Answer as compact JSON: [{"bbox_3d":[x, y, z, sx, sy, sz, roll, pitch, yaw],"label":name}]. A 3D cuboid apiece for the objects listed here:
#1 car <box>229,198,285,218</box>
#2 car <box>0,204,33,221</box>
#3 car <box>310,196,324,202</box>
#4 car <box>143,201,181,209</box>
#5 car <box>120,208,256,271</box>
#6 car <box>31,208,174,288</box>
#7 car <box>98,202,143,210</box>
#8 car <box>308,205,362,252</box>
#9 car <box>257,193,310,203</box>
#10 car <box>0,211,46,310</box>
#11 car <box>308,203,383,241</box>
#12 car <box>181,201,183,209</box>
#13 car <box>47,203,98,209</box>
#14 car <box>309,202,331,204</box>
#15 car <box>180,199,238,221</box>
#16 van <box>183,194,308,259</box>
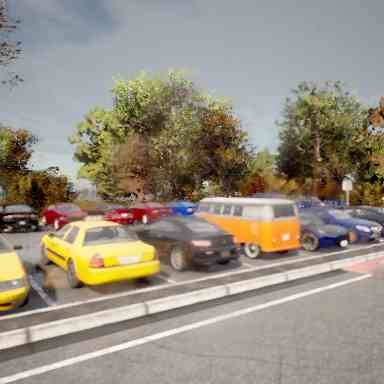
[{"bbox_3d":[5.898,1.413,30.863,2.231,1.521,4.892,0,0,-36],"label":"car"},{"bbox_3d":[-10.233,1.447,19.227,2.097,1.535,5.008,0,0,-36],"label":"car"},{"bbox_3d":[12.820,1.254,35.763,2.185,1.767,4.553,1,0,-36],"label":"car"},{"bbox_3d":[-3.258,1.433,24.250,2.097,1.535,5.008,0,0,-36],"label":"car"},{"bbox_3d":[-0.438,1.483,10.795,2.002,1.452,4.674,0,0,-36],"label":"car"},{"bbox_3d":[-2.841,1.445,9.297,1.946,1.575,5.366,0,0,-36],"label":"car"},{"bbox_3d":[-5.569,1.468,22.628,2.163,1.488,4.792,0,0,-36],"label":"car"},{"bbox_3d":[4.163,1.464,14.076,2.163,1.488,4.792,0,0,-36],"label":"car"},{"bbox_3d":[8.109,1.154,32.413,2.435,2.045,5.566,0,0,-36],"label":"car"},{"bbox_3d":[-4.918,1.449,7.344,1.946,1.575,5.366,0,0,-36],"label":"car"},{"bbox_3d":[6.438,1.469,15.753,2.002,1.452,4.674,0,0,-36],"label":"car"},{"bbox_3d":[-0.966,1.429,25.900,2.097,1.535,5.008,0,0,-36],"label":"car"},{"bbox_3d":[-7.947,1.443,20.885,2.097,1.535,5.008,0,0,-36],"label":"car"},{"bbox_3d":[8.734,1.465,17.400,2.002,1.452,4.674,0,0,-36],"label":"car"},{"bbox_3d":[1.325,1.425,27.552,2.231,1.521,4.892,0,0,-36],"label":"car"},{"bbox_3d":[1.784,1.213,12.543,1.878,1.987,4.442,0,0,-36],"label":"van"}]
